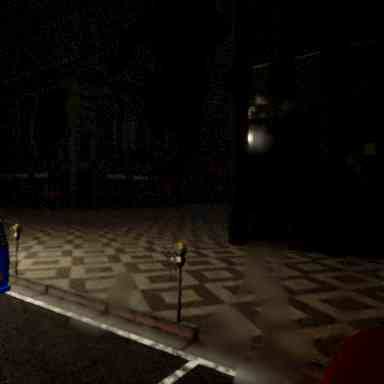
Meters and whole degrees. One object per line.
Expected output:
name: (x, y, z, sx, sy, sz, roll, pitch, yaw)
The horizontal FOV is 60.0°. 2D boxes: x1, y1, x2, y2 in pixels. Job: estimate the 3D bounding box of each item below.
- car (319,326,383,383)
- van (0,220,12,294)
car: (2.888, 1.320, 0.919, 5.009, 1.841, 2.192, 0, 1, 36)
van: (-5.389, 1.319, 6.838, 3.998, 1.788, 1.690, 0, 1, 36)
